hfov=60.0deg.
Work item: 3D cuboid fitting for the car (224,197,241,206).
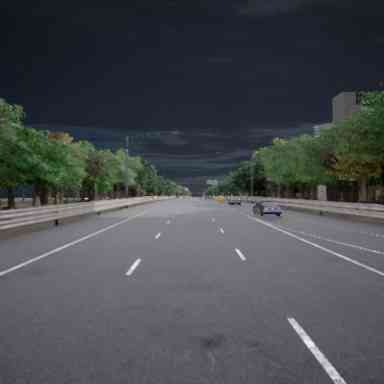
[{"bbox_3d":[7.015,1.640,56.282,1.895,1.301,4.718,0,0,0],"label":"car"}]

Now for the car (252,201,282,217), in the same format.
[{"bbox_3d":[7.025,1.563,31.509,2.033,1.411,5.357,0,0,0],"label":"car"}]

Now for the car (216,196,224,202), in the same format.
[{"bbox_3d":[7.112,1.689,82.818,1.882,1.535,5.008,0,-1,0],"label":"car"}]
